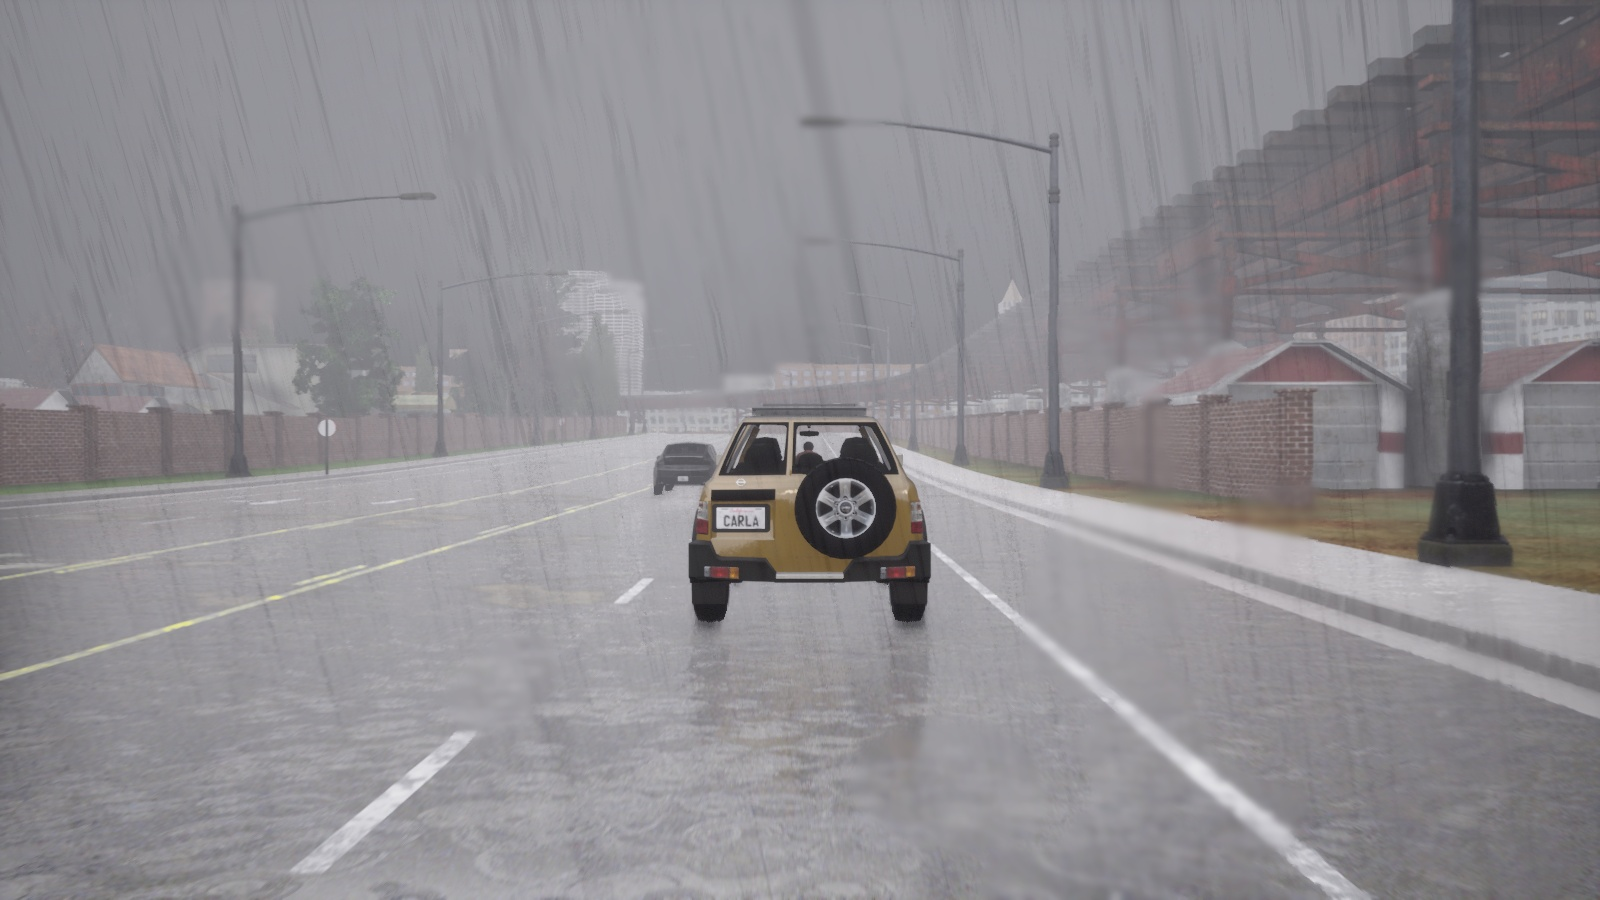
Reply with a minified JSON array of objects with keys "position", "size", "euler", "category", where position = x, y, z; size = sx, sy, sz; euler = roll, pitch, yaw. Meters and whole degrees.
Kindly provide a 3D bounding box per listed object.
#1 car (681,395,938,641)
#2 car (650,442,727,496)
[{"position":[0.085,0.497,11.773],"size":[1.932,1.855,4.605],"euler":[0,0,0],"category":"car"},{"position":[-3.263,0.525,37.522],"size":[1.837,1.490,4.892],"euler":[0,1,0],"category":"car"}]
